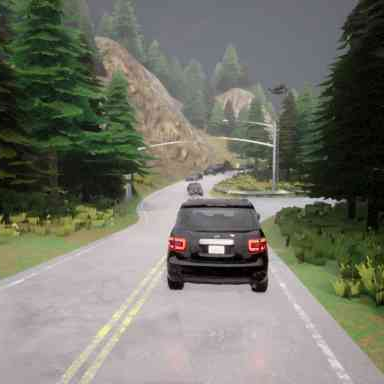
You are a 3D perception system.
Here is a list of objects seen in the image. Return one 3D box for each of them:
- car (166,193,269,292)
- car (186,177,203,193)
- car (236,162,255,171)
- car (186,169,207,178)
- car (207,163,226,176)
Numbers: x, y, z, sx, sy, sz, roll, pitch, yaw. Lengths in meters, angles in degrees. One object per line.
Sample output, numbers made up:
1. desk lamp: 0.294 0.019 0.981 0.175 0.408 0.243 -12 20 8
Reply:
1. car: 0.706 1.173 8.984 2.150 2.045 5.566 0 0 5
2. car: 0.441 -0.508 42.673 2.033 1.411 5.357 -2 10 -1
3. car: 11.494 -5.591 70.920 4.553 1.767 2.097 -9 9 -36
4. car: 0.434 -2.528 55.238 1.994 1.385 4.181 2 10 19
5. car: 4.457 -4.334 63.771 2.150 2.045 5.566 3 10 36
